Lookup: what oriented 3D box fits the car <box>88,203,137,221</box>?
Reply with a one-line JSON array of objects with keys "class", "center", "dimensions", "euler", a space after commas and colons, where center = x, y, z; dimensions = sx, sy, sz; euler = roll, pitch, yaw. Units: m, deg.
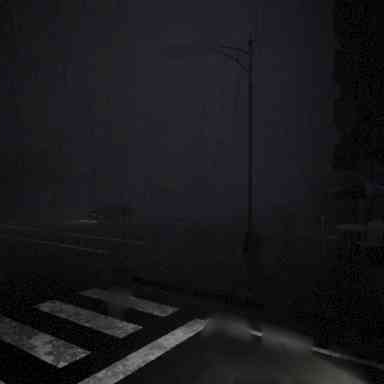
[{"class": "car", "center": [-6.721, 1.626, 28.450], "dimensions": [1.994, 1.385, 4.181], "euler": [0, 0, 36]}]
